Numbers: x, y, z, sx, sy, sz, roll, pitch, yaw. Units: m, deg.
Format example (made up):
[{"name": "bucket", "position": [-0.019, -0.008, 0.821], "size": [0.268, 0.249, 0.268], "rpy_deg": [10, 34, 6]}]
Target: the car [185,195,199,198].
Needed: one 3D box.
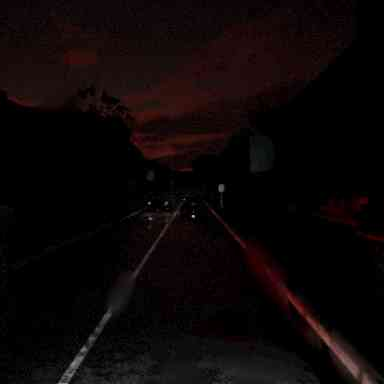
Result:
[{"name": "car", "position": [0.097, 1.093, 42.707], "size": [1.837, 1.490, 4.892], "rpy_deg": [0, 1, 0]}]

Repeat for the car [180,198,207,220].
[{"name": "car", "position": [0.098, 1.365, 25.138], "size": [1.895, 1.301, 4.718], "rpy_deg": [0, 1, 0]}]

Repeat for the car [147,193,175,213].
[{"name": "car", "position": [-3.100, 1.043, 32.422], "size": [2.097, 1.767, 4.553], "rpy_deg": [0, 1, 0]}]

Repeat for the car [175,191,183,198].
[{"name": "car", "position": [-3.094, 0.640, 73.068], "size": [1.837, 1.490, 4.892], "rpy_deg": [0, 1, 0]}]
